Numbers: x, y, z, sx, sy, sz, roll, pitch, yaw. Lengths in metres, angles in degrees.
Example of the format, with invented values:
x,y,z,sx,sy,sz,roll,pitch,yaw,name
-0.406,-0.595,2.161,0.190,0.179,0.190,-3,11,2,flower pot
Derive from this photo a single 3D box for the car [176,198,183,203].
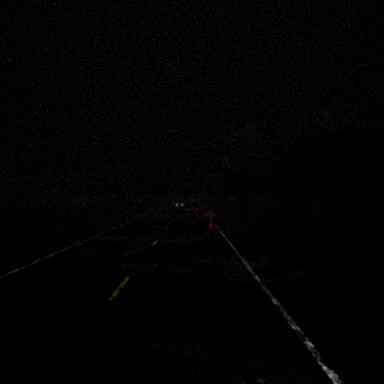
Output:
x,y,z,sx,sy,sz,roll,pitch,yaw,name
-3.432,2.355,93.787,1.812,1.442,4.674,0,-1,0,car

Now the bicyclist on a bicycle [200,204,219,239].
x,y,z,sx,sy,sz,roll,pitch,yaw,name
0.994,1.594,17.559,0.866,1.612,1.509,0,-1,0,bicyclist on a bicycle

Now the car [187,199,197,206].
x,y,z,sx,sy,sz,roll,pitch,yaw,name
0.054,2.193,73.460,2.033,1.411,5.357,0,-1,0,car

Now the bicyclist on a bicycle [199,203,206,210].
x,y,z,sx,sy,sz,roll,pitch,yaw,name
1.001,1.678,27.013,0.866,1.612,1.509,0,-1,0,bicyclist on a bicycle

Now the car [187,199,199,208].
x,y,z,sx,sy,sz,roll,pitch,yaw,name
0.140,2.031,56.784,1.812,1.442,4.674,0,-1,0,car
